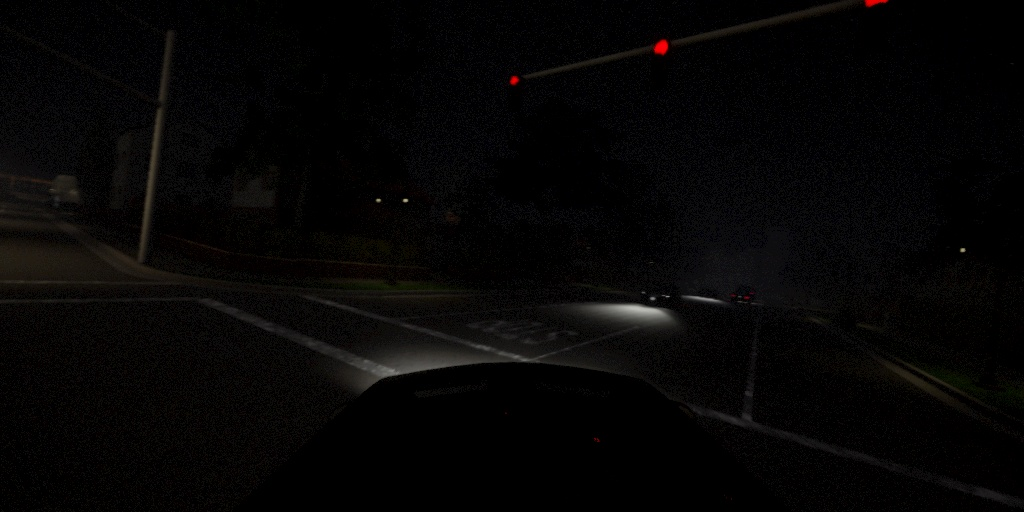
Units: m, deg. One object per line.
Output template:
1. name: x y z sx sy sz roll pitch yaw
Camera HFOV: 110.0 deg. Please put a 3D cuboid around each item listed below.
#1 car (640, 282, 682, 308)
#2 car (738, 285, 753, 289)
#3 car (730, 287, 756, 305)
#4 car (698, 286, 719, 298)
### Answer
1. car: 10.175 2.555 24.249 2.128 1.511 4.902 7 0 35
2. car: 33.068 5.219 50.874 2.150 2.045 5.566 7 0 35
3. car: 26.248 4.678 41.051 2.033 1.411 5.357 7 0 36
4. car: 24.677 4.535 45.024 1.895 1.301 4.718 7 0 35
